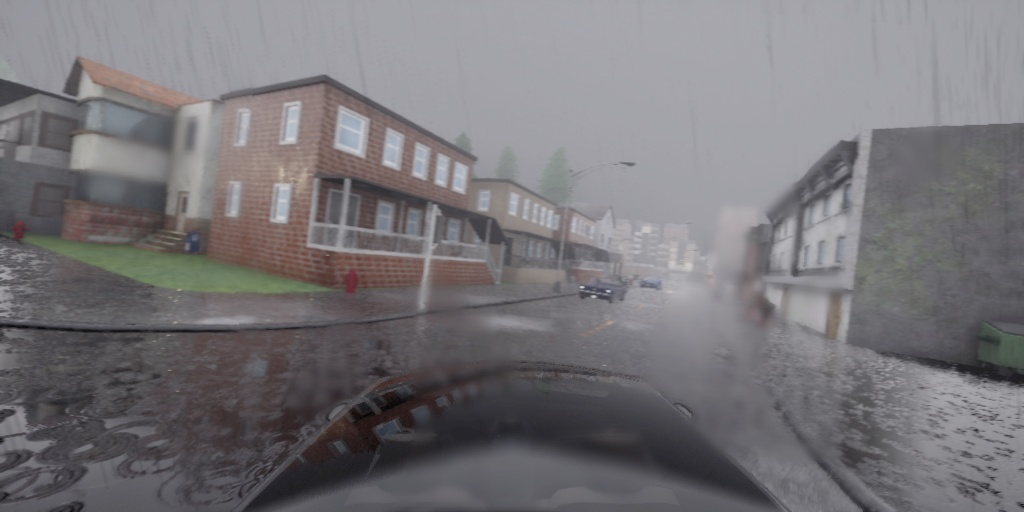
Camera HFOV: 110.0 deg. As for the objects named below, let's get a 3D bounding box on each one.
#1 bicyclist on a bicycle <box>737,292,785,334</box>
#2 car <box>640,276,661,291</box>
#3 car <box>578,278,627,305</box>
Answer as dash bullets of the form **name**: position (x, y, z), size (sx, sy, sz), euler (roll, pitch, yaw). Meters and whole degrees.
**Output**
- **bicyclist on a bicycle**: position (10.214, 2.310, 14.682), size (1.656, 1.620, 0.582), euler (7, 0, 28)
- **car**: position (16.198, 3.118, 41.701), size (1.882, 1.535, 5.008), euler (7, 0, 28)
- **car**: position (5.424, 1.973, 21.104), size (1.895, 1.301, 4.718), euler (7, 0, 28)
